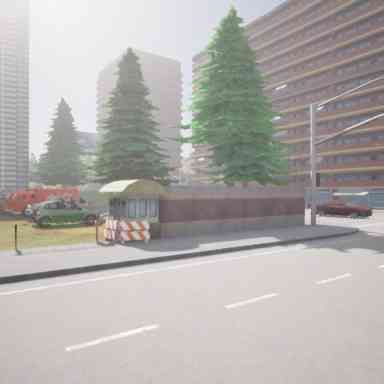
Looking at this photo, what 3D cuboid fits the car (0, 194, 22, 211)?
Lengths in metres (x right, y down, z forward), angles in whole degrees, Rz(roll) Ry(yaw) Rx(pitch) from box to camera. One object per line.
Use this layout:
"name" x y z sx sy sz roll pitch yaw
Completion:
"car" -24.986 1.394 43.773 4.193 1.474 1.816 0 0 -35

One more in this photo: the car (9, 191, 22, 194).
"car" -26.258 1.204 46.298 3.866 1.878 1.905 0 0 -35

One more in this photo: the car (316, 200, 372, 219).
"car" 13.576 1.533 30.031 1.882 1.535 5.008 0 0 -35

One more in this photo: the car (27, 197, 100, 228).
"car" -7.965 1.341 21.106 3.988 1.617 1.851 0 0 -35

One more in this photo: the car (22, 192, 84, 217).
"car" -9.978 1.172 25.162 4.605 1.855 1.932 0 0 -35

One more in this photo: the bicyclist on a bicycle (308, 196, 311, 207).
"bicyclist on a bicycle" 16.709 1.356 46.520 1.656 1.620 0.582 0 0 -35
